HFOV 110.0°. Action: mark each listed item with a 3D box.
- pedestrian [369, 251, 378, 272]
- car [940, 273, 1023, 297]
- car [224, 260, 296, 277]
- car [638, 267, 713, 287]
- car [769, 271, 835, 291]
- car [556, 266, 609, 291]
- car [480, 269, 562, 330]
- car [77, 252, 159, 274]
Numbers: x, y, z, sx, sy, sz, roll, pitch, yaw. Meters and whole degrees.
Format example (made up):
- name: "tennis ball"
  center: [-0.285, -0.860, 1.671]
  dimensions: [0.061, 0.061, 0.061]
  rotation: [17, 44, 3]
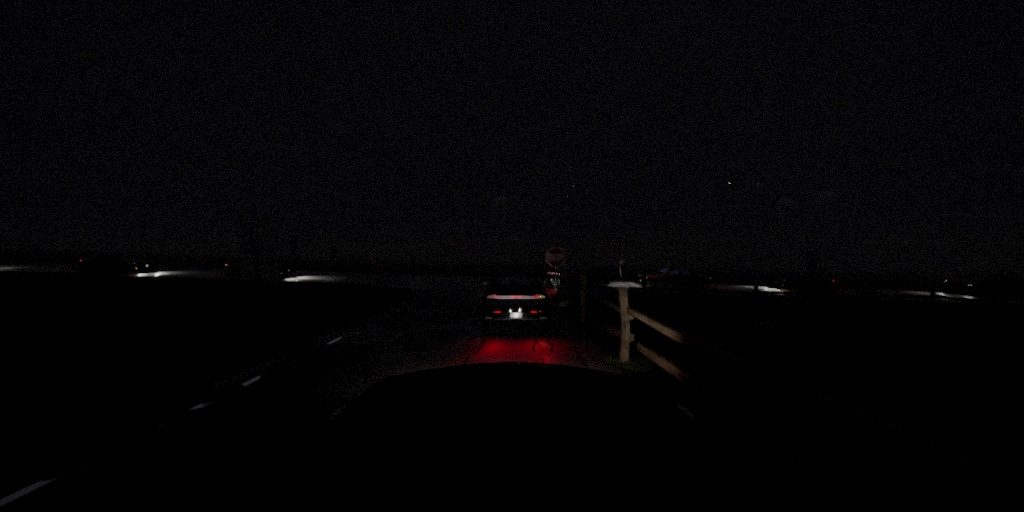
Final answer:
- name: "pedestrian"
  center: [-12.044, 0.455, 31.223]
  dimensions: [0.375, 1.860, 0.375]
  rotation: [0, 1, 0]
- name: "car"
  center: [36.613, 2.129, 27.984]
  dimensions: [4.553, 1.767, 2.097]
  rotation: [2, 3, -1]
- name: "car"
  center: [-17.714, 0.770, 25.291]
  dimensions: [4.181, 1.385, 1.994]
  rotation: [2, 3, 1]
- name: "car"
  center: [12.718, 1.592, 28.108]
  dimensions: [5.357, 1.411, 2.033]
  rotation: [2, 3, 0]
- name: "car"
  center: [22.653, 1.918, 28.063]
  dimensions: [4.181, 1.385, 1.994]
  rotation: [2, 3, 0]
- name: "car"
  center: [4.494, 1.422, 24.071]
  dimensions: [4.902, 1.511, 2.128]
  rotation: [4, 1, -35]
- name: "car"
  center: [0.090, 1.209, 11.052]
  dimensions: [2.128, 1.511, 4.902]
  rotation: [0, 0, 0]
- name: "car"
  center: [-27.755, 0.435, 25.333]
  dimensions: [4.181, 1.385, 1.994]
  rotation: [2, 3, 0]
